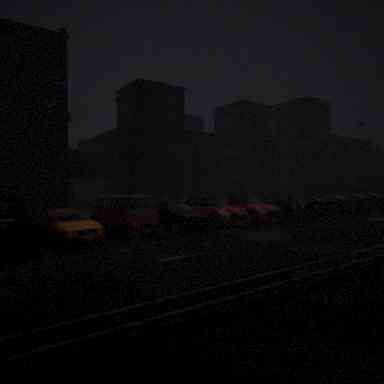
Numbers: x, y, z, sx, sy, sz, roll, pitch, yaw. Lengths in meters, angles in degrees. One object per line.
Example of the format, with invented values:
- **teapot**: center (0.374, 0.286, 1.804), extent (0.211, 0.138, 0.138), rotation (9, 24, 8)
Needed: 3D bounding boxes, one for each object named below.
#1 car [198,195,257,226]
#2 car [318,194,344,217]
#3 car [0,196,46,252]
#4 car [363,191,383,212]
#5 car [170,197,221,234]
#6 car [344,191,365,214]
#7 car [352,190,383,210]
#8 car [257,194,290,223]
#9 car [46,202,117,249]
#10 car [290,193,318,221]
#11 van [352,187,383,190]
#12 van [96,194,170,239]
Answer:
- **car**: center (1.213, 1.061, 19.471), extent (2.185, 1.767, 4.553), rotation (-2, 1, -36)
- **car**: center (7.966, 1.002, 24.250), extent (2.231, 1.521, 4.892), rotation (-2, 1, -36)
- **car**: center (-7.759, 1.196, 13.056), extent (2.435, 2.045, 5.566), rotation (-2, 1, -36)
- **car**: center (12.451, 0.883, 27.455), extent (2.231, 1.521, 4.892), rotation (-1, 1, -36)
- **car**: center (-1.012, 1.251, 17.849), extent (2.097, 1.535, 5.008), rotation (-2, 1, -36)
- **car**: center (10.209, 0.941, 25.852), extent (2.231, 1.521, 4.892), rotation (-2, 1, -36)
- **car**: center (14.693, 0.825, 29.057), extent (2.231, 1.521, 4.892), rotation (-1, 1, -36)
- **car**: center (3.456, 0.998, 21.073), extent (2.185, 1.767, 4.553), rotation (-2, 1, -36)
- **car**: center (-5.387, 1.379, 14.489), extent (1.946, 1.575, 5.366), rotation (-2, 1, -36)
- **car**: center (5.735, 0.936, 22.625), extent (2.185, 1.767, 4.553), rotation (-2, 1, -36)
- **van**: center (17.098, 0.539, 30.638), extent (1.878, 1.987, 4.442), rotation (-1, 1, -36)
- **van**: center (-3.188, 1.090, 16.144), extent (1.878, 1.987, 4.442), rotation (-2, 1, -36)
